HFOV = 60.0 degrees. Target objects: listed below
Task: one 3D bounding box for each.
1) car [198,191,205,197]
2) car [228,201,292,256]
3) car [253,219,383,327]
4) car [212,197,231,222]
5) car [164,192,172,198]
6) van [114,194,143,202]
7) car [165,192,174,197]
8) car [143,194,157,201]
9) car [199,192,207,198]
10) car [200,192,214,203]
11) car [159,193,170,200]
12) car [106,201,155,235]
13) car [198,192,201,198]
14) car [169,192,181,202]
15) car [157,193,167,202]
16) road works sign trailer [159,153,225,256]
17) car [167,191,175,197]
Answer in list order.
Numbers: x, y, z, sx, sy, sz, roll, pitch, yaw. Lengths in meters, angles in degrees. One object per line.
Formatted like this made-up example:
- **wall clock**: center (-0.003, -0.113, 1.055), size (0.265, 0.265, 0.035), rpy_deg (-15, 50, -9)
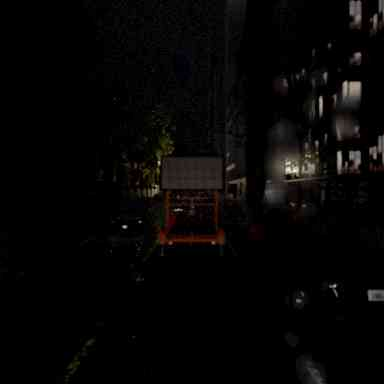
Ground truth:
- **car**: center (2.614, 0.558, 92.078), size (2.008, 1.369, 4.403), rpy_deg (0, 1, 0)
- **car**: center (2.684, 1.326, 12.539), size (1.967, 1.590, 4.097), rpy_deg (0, 1, 0)
- **car**: center (2.688, 1.504, 6.859), size (1.947, 1.339, 4.313), rpy_deg (0, 1, 0)
- **car**: center (2.674, 1.300, 24.075), size (1.752, 1.417, 4.829), rpy_deg (0, 1, 0)
- **car**: center (-5.756, 0.674, 80.561), size (1.752, 1.417, 4.829), rpy_deg (0, 1, 0)
- **van**: center (-5.711, 1.060, 29.587), size (1.690, 1.788, 3.998), rpy_deg (0, 1, 0)
- **car**: center (-5.761, 0.628, 86.414), size (2.008, 1.369, 4.403), rpy_deg (0, 1, 0)
- **car**: center (-5.722, 1.182, 40.955), size (1.802, 1.307, 4.206), rpy_deg (0, 1, 0)
- **car**: center (2.624, 0.713, 80.715), size (1.947, 1.339, 4.313), rpy_deg (0, 1, 0)
- **car**: center (2.649, 1.059, 52.311), size (1.802, 1.307, 4.206), rpy_deg (0, 1, 0)
- **car**: center (-5.747, 0.833, 69.367), size (2.008, 1.369, 4.403), rpy_deg (0, 1, 0)
- **car**: center (-3.114, 1.403, 17.452), size (1.994, 1.385, 4.181), rpy_deg (0, 1, 0)
- **car**: center (2.634, 0.827, 69.354), size (1.887, 1.381, 4.507), rpy_deg (0, 1, 0)
- **car**: center (-3.109, 0.758, 58.619), size (2.097, 1.767, 4.553), rpy_deg (0, 1, 0)
- **car**: center (-5.736, 0.958, 58.001), size (1.887, 1.381, 4.507), rpy_deg (0, 1, 0)
- **road works sign trailer**: center (0.006, 0.349, 12.586), size (2.380, 3.560, 2.880), rpy_deg (0, 1, 0)
- **car**: center (-5.766, 0.558, 92.098), size (2.008, 1.369, 4.403), rpy_deg (0, 1, 0)
